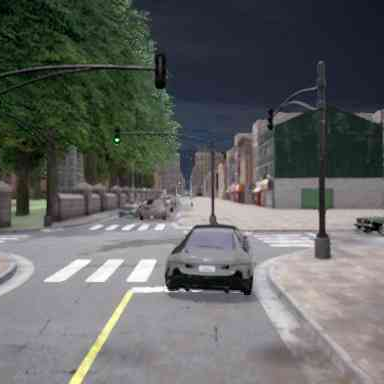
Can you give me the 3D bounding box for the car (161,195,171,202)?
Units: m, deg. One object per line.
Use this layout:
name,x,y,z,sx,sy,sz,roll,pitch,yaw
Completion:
car,-5.865,1.495,75.581,1.967,1.590,4.097,1,0,0

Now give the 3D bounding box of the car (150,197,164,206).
car,-5.687,1.581,53.781,1.802,1.307,4.206,1,0,0

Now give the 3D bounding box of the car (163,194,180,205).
car,-3.107,1.496,48.073,1.837,1.490,4.892,0,0,-1

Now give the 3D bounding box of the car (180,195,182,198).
car,-3.144,1.614,60.790,1.895,1.301,4.718,0,0,0

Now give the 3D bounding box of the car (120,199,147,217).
car,-5.559,1.508,32.269,1.752,1.417,4.829,1,0,0

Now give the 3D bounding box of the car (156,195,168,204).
car,-5.774,1.462,64.682,1.967,1.590,4.097,1,0,0

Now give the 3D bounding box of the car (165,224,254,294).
car,0.625,1.547,8.872,1.994,1.385,4.181,0,0,9

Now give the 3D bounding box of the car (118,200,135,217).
car,-5.519,1.533,30.296,2.008,1.369,4.403,1,0,0

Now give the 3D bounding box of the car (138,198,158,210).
car,-5.596,1.552,42.881,1.947,1.339,4.313,1,0,0

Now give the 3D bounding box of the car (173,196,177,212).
car,-3.017,1.510,37.771,1.812,1.442,4.674,0,0,0

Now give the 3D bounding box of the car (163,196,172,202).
car,-5.911,1.600,80.862,1.752,1.417,4.829,1,0,0

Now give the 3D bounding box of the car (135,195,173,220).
car,-3.012,1.335,27.589,2.097,1.767,4.553,0,0,1

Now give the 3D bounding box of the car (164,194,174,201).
car,-5.953,1.412,86.483,2.192,1.841,5.009,1,0,0

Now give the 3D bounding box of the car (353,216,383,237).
car,10.900,1.523,16.961,4.718,1.301,1.895,-1,-1,0

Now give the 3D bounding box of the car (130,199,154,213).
car,-5.551,1.534,37.431,2.008,1.369,4.403,1,0,0
